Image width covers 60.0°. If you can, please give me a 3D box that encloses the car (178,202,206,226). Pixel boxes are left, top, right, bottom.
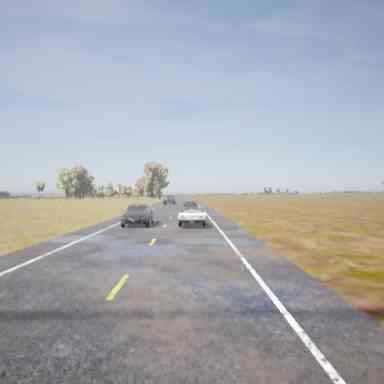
[{"bbox_3d":[-0.010,1.654,23.827,1.895,1.301,4.718,0,0,0],"label":"car"}]

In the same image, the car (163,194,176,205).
[{"bbox_3d":[-4.211,1.397,62.285,2.150,2.045,5.566,0,0,-1],"label":"car"}]

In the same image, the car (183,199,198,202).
[{"bbox_3d":[-0.248,1.604,43.602,2.128,1.511,4.902,0,0,-1],"label":"car"}]

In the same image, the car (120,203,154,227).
[{"bbox_3d":[-3.701,1.556,23.105,1.837,1.490,4.892,0,0,0],"label":"car"}]
